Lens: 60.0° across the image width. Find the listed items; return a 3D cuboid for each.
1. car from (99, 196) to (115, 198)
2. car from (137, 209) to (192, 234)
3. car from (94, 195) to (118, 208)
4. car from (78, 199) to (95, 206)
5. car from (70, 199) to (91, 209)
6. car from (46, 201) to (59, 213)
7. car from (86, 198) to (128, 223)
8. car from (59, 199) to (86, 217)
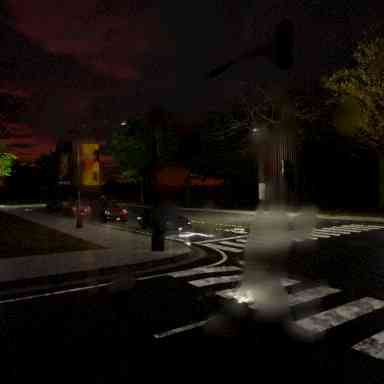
[{"bbox_3d":[-13.811,1.782,50.373,2.097,1.767,4.553,-1,0,-35],"label":"car"},{"bbox_3d":[-2.002,1.819,22.046,2.033,1.411,5.357,-1,0,-29],"label":"car"},{"bbox_3d":[-15.054,1.653,57.916,2.150,2.045,5.566,-1,0,-35],"label":"car"},{"bbox_3d":[-21.172,2.100,66.661,1.994,1.385,4.181,-1,0,-35],"label":"car"},{"bbox_3d":[-19.674,2.079,58.683,2.033,1.411,5.357,-1,0,-35],"label":"car"},{"bbox_3d":[-18.867,2.035,46.121,1.882,1.535,5.008,-1,0,-35],"label":"car"},{"bbox_3d":[-7.500,1.717,29.798,2.097,1.767,4.553,-1,0,-35],"label":"car"},{"bbox_3d":[-13.110,1.812,37.817,2.097,1.767,4.553,-1,0,-35],"label":"car"}]
